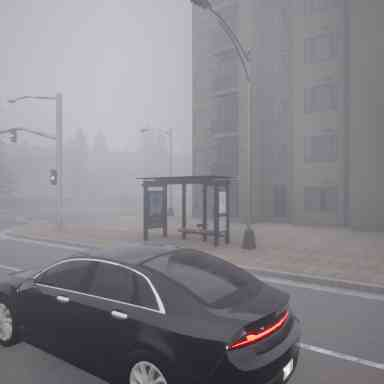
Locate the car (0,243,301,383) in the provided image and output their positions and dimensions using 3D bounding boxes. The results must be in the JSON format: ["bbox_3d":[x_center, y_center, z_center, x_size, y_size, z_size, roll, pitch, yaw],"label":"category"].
[{"bbox_3d":[-1.020,1.505,4.710,4.892,1.490,1.837,0,0,35],"label":"car"}]
